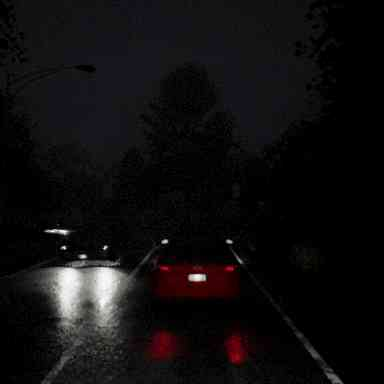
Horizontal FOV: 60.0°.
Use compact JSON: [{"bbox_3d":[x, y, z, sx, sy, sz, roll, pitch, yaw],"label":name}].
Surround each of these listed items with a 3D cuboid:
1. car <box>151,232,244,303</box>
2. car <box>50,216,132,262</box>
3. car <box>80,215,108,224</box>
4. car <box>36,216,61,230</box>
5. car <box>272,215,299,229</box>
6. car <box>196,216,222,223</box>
[{"bbox_3d":[0.133,1.719,8.568,1.994,1.385,4.181,0,-2,1],"label":"car"},{"bbox_3d":[-3.708,1.896,13.802,2.033,1.411,5.357,0,-2,-2],"label":"car"},{"bbox_3d":[-16.499,4.688,56.300,1.994,1.385,4.181,-3,-4,38],"label":"car"},{"bbox_3d":[-15.038,3.296,35.475,1.994,1.385,4.181,3,-5,-42],"label":"car"},{"bbox_3d":[10.691,3.368,37.807,1.882,1.535,5.008,-2,-4,35],"label":"car"},{"bbox_3d":[3.111,5.144,62.008,4.718,1.301,1.895,-1,-4,22],"label":"car"}]
